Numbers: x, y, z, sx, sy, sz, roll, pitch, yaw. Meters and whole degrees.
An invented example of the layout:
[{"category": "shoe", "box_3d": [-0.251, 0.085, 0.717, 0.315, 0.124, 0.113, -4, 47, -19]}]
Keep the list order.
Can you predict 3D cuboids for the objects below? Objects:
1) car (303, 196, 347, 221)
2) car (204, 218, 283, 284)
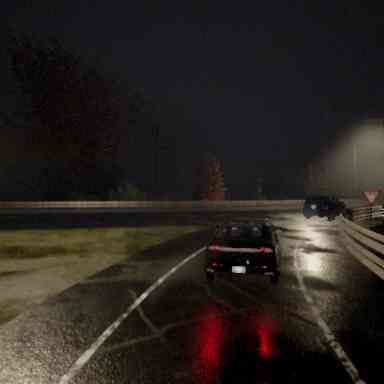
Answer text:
[{"category": "car", "box_3d": [11.432, 1.342, 28.418, 2.150, 2.045, 5.566, -1, 0, 41]}, {"category": "car", "box_3d": [1.604, 1.525, 9.777, 2.128, 1.511, 4.902, 0, 0, 13]}]
